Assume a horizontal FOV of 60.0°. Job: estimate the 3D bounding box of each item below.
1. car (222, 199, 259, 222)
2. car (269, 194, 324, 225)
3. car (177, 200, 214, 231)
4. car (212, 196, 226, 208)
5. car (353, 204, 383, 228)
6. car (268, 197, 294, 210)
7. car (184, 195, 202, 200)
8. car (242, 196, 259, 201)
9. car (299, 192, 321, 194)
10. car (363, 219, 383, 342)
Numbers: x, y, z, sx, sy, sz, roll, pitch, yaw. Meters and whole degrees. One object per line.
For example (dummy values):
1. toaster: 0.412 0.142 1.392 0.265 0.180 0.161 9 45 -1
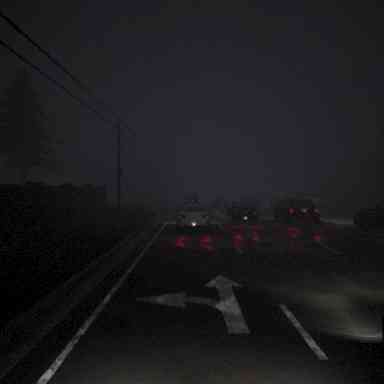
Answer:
1. car: 3.605 1.445 24.615 1.895 1.301 4.718 0 0 0
2. car: 7.105 1.207 23.097 2.097 1.767 4.553 0 0 0
3. car: 0.091 1.404 19.358 1.812 1.442 4.674 0 0 0
4. car: 3.594 1.256 42.496 1.812 1.442 4.674 0 0 0
5. car: 10.603 1.378 18.020 2.128 1.511 4.902 0 0 0
6. car: 10.608 1.349 39.964 1.895 1.301 4.718 0 0 0
7. car: 0.108 1.090 41.181 2.097 1.767 4.553 0 0 0
8. car: 7.108 1.229 41.433 2.128 1.511 4.902 0 0 0
9. car: 14.107 0.966 40.565 2.150 2.045 5.566 0 0 0
10. car: 3.601 1.335 2.614 2.097 1.767 4.553 0 0 0
